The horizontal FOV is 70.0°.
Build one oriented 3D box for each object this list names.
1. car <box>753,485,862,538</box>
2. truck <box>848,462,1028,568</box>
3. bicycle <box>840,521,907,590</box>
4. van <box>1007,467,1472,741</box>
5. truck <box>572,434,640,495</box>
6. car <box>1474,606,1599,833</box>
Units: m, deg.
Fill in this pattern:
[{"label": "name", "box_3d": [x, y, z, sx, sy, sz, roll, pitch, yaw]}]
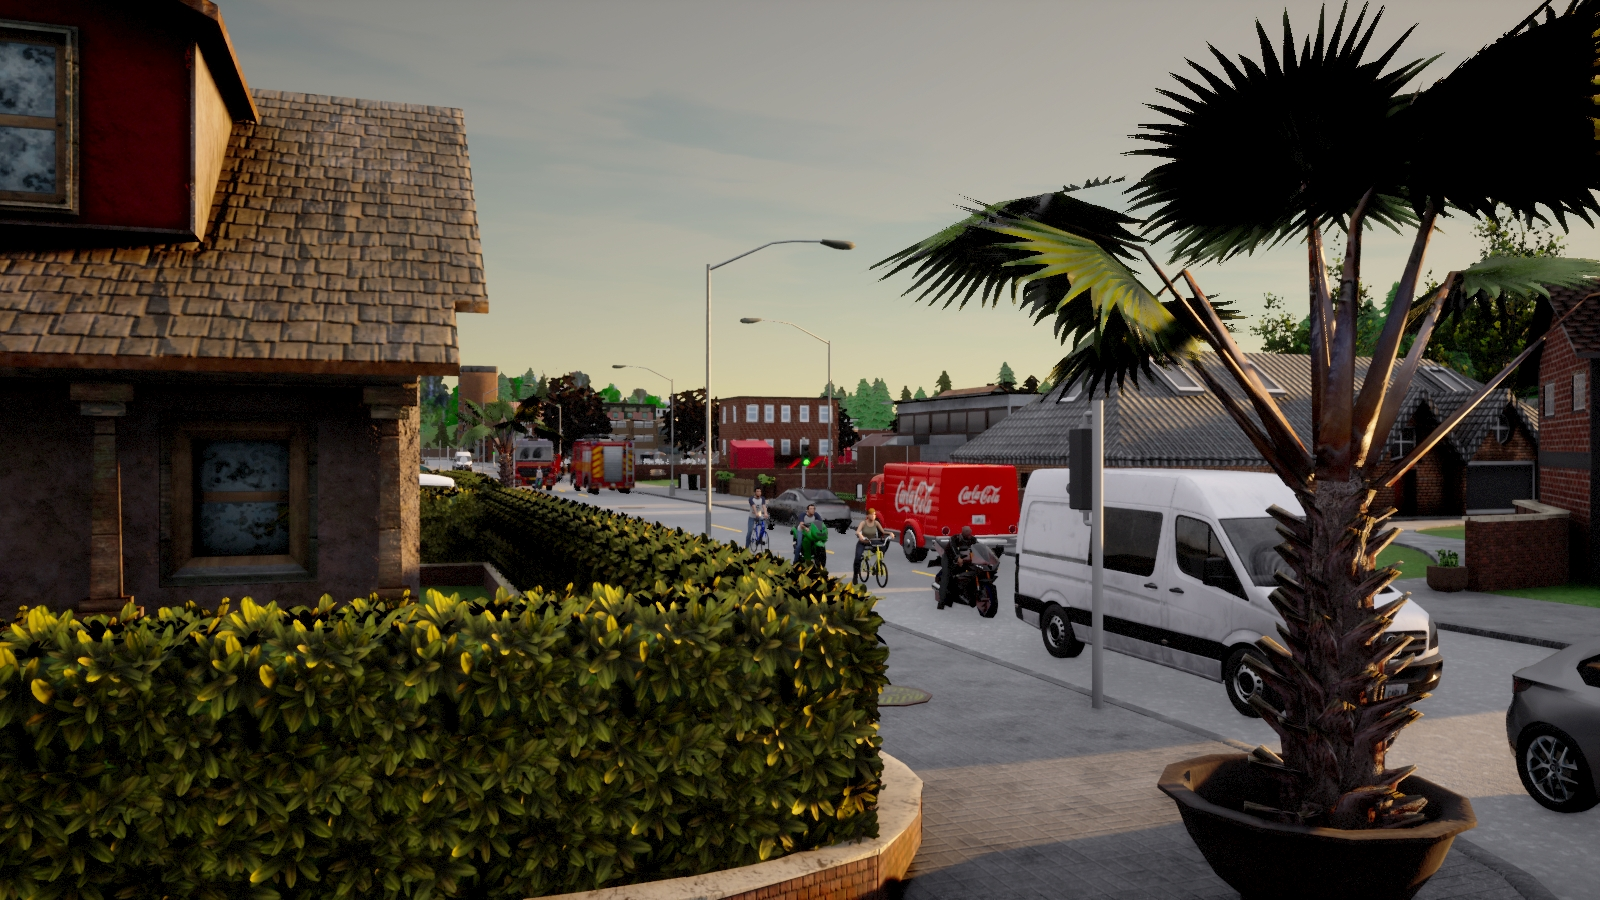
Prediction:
[{"label": "car", "box_3d": [0.164, 2.053, 39.043, 2.128, 1.511, 4.902, 0, 0, -20]}, {"label": "truck", "box_3d": [3.467, 1.574, 29.992, 2.627, 2.467, 5.204, 0, 0, -20]}, {"label": "bicycle", "box_3d": [1.505, 2.162, 23.648, 0.859, 1.276, 1.487, 0, 0, -19]}, {"label": "van", "box_3d": [4.966, 1.538, 14.186, 1.988, 2.561, 5.915, 0, 0, -20]}, {"label": "truck", "box_3d": [-13.059, 0.895, 76.312, 2.891, 3.827, 8.468, 0, 0, -20]}, {"label": "car", "box_3d": [6.934, 2.069, 7.650, 1.816, 1.474, 4.193, 0, 0, -12]}]
